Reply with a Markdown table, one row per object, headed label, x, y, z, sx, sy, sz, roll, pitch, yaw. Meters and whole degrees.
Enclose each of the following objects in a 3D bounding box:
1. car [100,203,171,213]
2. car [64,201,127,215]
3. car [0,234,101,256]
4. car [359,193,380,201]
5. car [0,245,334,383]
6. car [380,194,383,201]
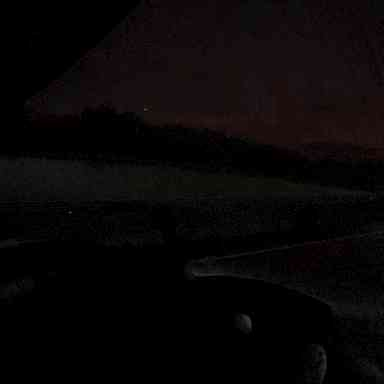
| label | x | y | z | sx | sy | sz | roll | pitch | yaw |
| --- | --- | --- | --- | --- | --- | --- | --- | --- | --- |
| car | -2.553 | 1.496 | 19.371 | 4.718 | 1.301 | 1.895 | 0 | 0 | -36 |
| car | -5.323 | 1.370 | 21.688 | 5.008 | 1.535 | 1.882 | 0 | 0 | -36 |
| car | -2.571 | 1.520 | 6.175 | 5.357 | 1.411 | 2.033 | 0 | 0 | -36 |
| car | 26.574 | 0.854 | 49.136 | 5.008 | 1.535 | 1.882 | 0 | 0 | -37 |
| car | -0.586 | 1.460 | 3.290 | 5.008 | 1.535 | 1.882 | -1 | 0 | -36 |
| car | 28.687 | 0.951 | 46.346 | 5.008 | 1.535 | 1.882 | 0 | 0 | -37 |
